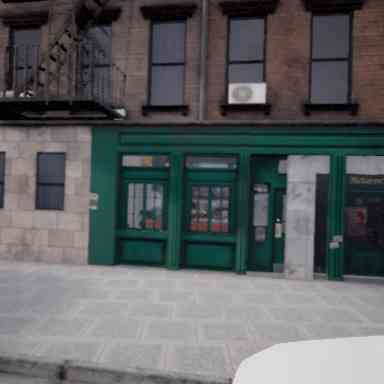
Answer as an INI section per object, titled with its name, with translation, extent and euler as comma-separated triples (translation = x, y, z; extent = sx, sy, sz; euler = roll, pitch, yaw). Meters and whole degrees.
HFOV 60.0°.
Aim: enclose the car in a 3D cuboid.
[car]
translation = 2.590, 1.629, 2.239
extent = 4.674, 1.442, 1.812
euler = 2, 0, 9
